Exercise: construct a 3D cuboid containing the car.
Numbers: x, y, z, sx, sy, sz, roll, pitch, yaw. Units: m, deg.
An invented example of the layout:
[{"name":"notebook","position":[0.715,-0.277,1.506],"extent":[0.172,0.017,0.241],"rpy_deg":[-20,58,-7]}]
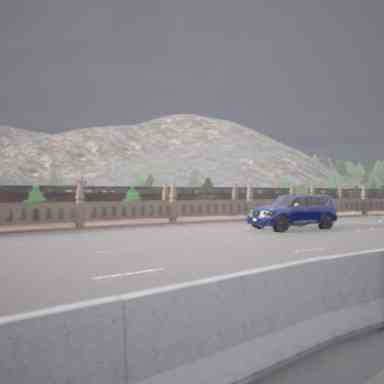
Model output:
[{"name":"car","position":[5.902,1.166,19.322],"extent":[5.566,2.045,2.150],"rpy_deg":[0,0,-26]}]
